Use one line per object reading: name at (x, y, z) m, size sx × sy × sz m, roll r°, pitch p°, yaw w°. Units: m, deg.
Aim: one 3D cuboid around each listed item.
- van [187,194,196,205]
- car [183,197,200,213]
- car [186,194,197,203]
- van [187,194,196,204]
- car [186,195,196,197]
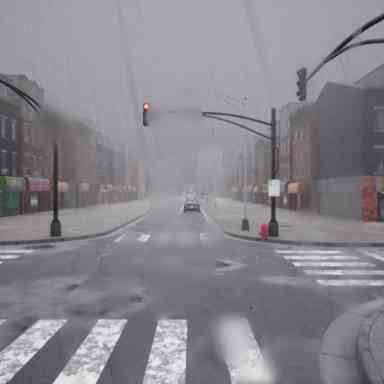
van at (-0.099, 1.336, 59.142) m, size 1.690 × 1.788 × 3.998 m, roll 0°, pitch 0°, yaw 0°
car at (-0.016, 1.559, 36.720) m, size 1.947 × 1.339 × 4.313 m, roll 0°, pitch 0°, yaw 0°
car at (-0.140, 1.317, 70.353) m, size 2.192 × 1.841 × 5.009 m, roll 0°, pitch 0°, yaw 0°
van at (-0.119, 1.339, 64.747) m, size 1.690 × 1.788 × 3.998 m, roll 0°, pitch 0°, yaw 0°
car at (-0.037, 1.517, 42.495) m, size 1.752 × 1.417 × 4.829 m, roll 0°, pitch 0°, yaw 0°
